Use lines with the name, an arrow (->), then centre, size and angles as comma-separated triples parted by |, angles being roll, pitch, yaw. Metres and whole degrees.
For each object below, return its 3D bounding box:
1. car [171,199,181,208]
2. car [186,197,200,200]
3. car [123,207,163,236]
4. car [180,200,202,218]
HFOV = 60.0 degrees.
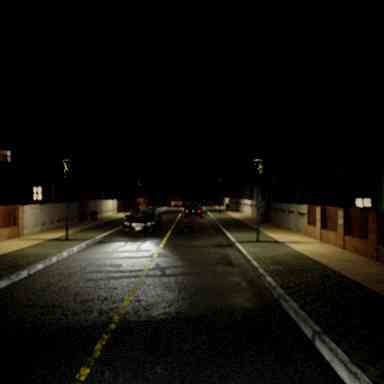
car -> -2.786, 2.069, 60.323 | 1.882, 1.535, 5.008 | 0, -1, 0
car -> 0.109, 1.647, 43.646 | 2.150, 2.045, 5.566 | 0, -1, 0
car -> -2.840, 1.685, 19.951 | 2.128, 1.511, 4.902 | 0, -1, 0
car -> 0.112, 1.875, 33.712 | 2.033, 1.411, 5.357 | 0, -1, 0
